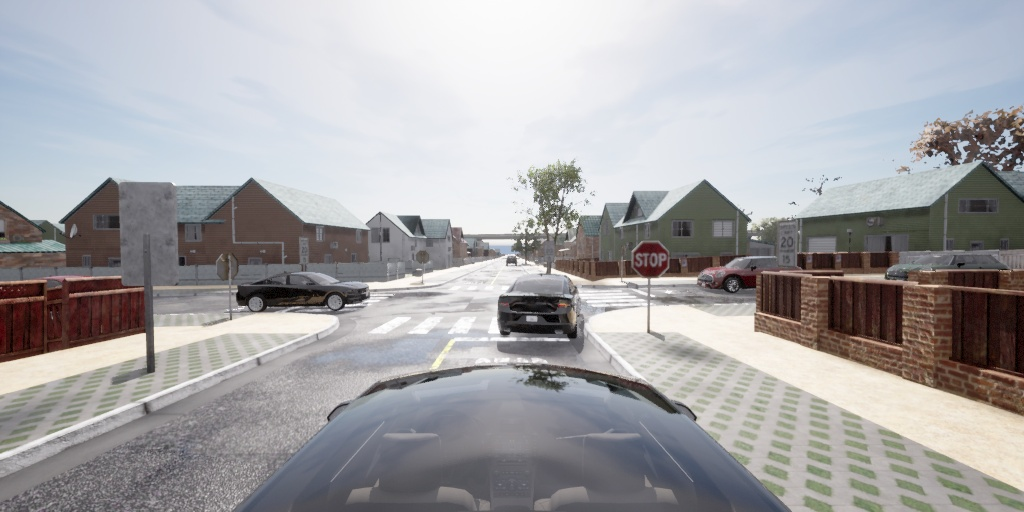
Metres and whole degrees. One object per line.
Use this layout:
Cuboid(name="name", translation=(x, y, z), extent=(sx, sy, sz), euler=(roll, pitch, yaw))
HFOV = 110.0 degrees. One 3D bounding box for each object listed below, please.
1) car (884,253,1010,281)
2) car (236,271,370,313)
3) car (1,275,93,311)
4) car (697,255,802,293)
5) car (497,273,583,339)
Cuboid(name="car", translation=(21.683, 0.646, 17.975), extent=(4.553, 1.767, 2.097), euler=(-1, 2, 0))
Cuboid(name="car", translation=(-8.483, 1.376, 14.786), extent=(5.008, 1.535, 1.882), euler=(-1, 2, 0))
Cuboid(name="car", translation=(-18.036, 1.546, 14.713), extent=(5.008, 1.535, 1.882), euler=(-1, 2, 0))
Cuboid(name="car", translation=(11.788, 0.820, 17.892), extent=(4.553, 1.767, 2.097), euler=(-1, 2, 0))
Cuboid(name="car", translation=(0.948, 1.224, 10.270), extent=(1.882, 1.535, 5.008), euler=(0, 0, 12))
